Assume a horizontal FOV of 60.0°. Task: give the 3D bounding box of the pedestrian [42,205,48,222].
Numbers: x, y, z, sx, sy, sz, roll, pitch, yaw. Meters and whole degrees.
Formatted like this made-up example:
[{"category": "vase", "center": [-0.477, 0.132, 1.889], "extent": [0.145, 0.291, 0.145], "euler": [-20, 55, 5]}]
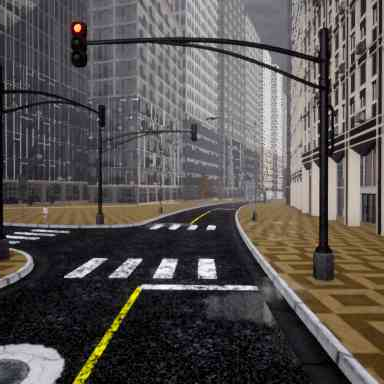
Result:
[{"category": "pedestrian", "center": [-9.293, 1.344, 21.036], "extent": [0.500, 1.100, 0.500], "euler": [0, 0, 17]}]
